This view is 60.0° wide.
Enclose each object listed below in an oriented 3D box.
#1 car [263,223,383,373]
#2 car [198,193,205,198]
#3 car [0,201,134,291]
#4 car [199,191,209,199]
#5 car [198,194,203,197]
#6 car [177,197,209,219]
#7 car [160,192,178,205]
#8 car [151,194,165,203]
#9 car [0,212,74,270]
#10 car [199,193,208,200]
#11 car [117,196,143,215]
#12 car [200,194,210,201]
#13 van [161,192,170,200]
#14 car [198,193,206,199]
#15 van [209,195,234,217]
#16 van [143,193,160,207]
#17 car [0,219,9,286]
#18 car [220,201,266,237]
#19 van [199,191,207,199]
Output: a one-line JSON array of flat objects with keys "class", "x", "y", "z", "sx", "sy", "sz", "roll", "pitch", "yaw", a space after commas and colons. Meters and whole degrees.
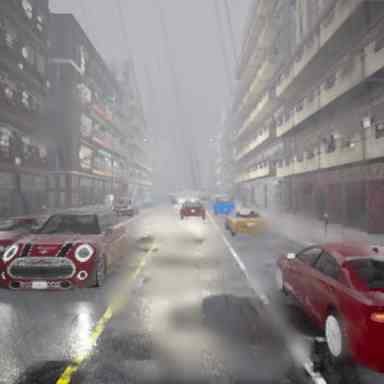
[{"class": "car", "x": 2.694, "y": 1.505, "z": 5.652, "sx": 1.887, "sy": 1.381, "sz": 4.507, "roll": 1, "pitch": 0, "yaw": 0}, {"class": "car", "x": 2.557, "y": 0.932, "z": 90.708, "sx": 1.802, "sy": 1.307, "sz": 4.206, "roll": 1, "pitch": 0, "yaw": 0}, {"class": "car", "x": -3.111, "y": 1.289, "z": 9.025, "sx": 2.097, "sy": 1.767, "sz": 4.553, "roll": 0, "pitch": 0, "yaw": 0}, {"class": "car", "x": 2.594, "y": 0.998, "z": 62.354, "sx": 1.967, "sy": 1.590, "sz": 4.097, "roll": 1, "pitch": 0, "yaw": 0}, {"class": "car", "x": 0.049, "y": 1.308, "z": 41.670, "sx": 1.895, "sy": 1.301, "sz": 4.718, "roll": 0, "pitch": 0, "yaw": 0}, {"class": "car", "x": 0.065, "y": 1.376, "z": 26.838, "sx": 1.994, "sy": 1.385, "sz": 4.181, "roll": 0, "pitch": 0, "yaw": 0}, {"class": "car", "x": -3.143, "y": 1.130, "z": 49.260, "sx": 1.882, "sy": 1.535, "sz": 5.008, "roll": 0, "pitch": 0, "yaw": 0}, {"class": "car", "x": -5.748, "y": 1.143, "z": 56.747, "sx": 1.887, "sy": 1.381, "sz": 4.507, "roll": 1, "pitch": 0, "yaw": 0}, {"class": "car", "x": -5.694, "y": 1.503, "z": 11.380, "sx": 1.802, "sy": 1.307, "sz": 4.206, "roll": 1, "pitch": 0, "yaw": 0}, {"class": "car", "x": 2.578, "y": 0.999, "z": 73.865, "sx": 1.752, "sy": 1.417, "sz": 4.829, "roll": 1, "pitch": 0, "yaw": 0}, {"class": "car", "x": -5.712, "y": 1.242, "z": 28.392, "sx": 1.967, "sy": 1.590, "sz": 4.097, "roll": 1, "pitch": 0, "yaw": 0}, {"class": "car", "x": 2.585, "y": 1.083, "z": 68.026, "sx": 1.947, "sy": 1.339, "sz": 4.313, "roll": 1, "pitch": 0, "yaw": 0}, {"class": "van", "x": -5.766, "y": 0.816, "z": 73.757, "sx": 1.690, "sy": 1.788, "sz": 3.998, "roll": 1, "pitch": 0, "yaw": 0}, {"class": "car", "x": 2.564, "y": 0.974, "z": 85.037, "sx": 1.802, "sy": 1.307, "sz": 4.206, "roll": 1, "pitch": 0, "yaw": 0}, {"class": "van", "x": 2.636, "y": 1.143, "z": 28.332, "sx": 1.690, "sy": 1.788, "sz": 3.998, "roll": 1, "pitch": 0, "yaw": 0}, {"class": "van", "x": -5.731, "y": 1.021, "z": 45.404, "sx": 1.690, "sy": 1.788, "sz": 3.998, "roll": 1, "pitch": 0, "yaw": 0}, {"class": "car", "x": -5.682, "y": 1.275, "z": 5.707, "sx": 2.192, "sy": 1.841, "sz": 5.009, "roll": 1, "pitch": 0, "yaw": 0}, {"class": "car", "x": 2.669, "y": 1.406, "z": 17.162, "sx": 1.752, "sy": 1.417, "sz": 4.829, "roll": 1, "pitch": 0, "yaw": 0}, {"class": "van", "x": 2.575, "y": 0.775, "z": 79.364, "sx": 1.690, "sy": 1.788, "sz": 3.998, "roll": 1, "pitch": 0, "yaw": 0}]
